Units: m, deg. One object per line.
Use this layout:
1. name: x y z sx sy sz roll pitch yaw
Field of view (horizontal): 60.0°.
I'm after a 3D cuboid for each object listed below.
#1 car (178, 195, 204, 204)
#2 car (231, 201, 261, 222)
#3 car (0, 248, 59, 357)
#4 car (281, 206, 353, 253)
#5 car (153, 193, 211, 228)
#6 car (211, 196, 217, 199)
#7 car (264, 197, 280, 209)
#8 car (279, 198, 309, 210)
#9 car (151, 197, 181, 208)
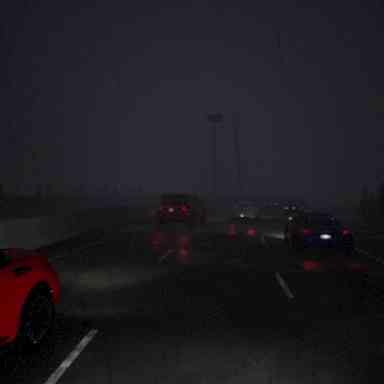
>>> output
1. car: -0.101 1.230 57.785 2.033 1.411 5.357 0 0 33
2. car: 4.088 1.396 25.123 1.812 1.442 4.674 0 0 16
3. car: -3.241 1.198 2.901 2.150 2.045 5.566 0 0 2
4. car: 4.932 1.500 13.419 1.994 1.385 4.181 0 0 9
5. car: -0.543 1.101 21.645 2.150 2.045 5.566 0 0 14
6. car: 2.660 1.302 48.778 1.994 1.385 4.181 0 0 29
7. car: 10.228 1.347 40.314 2.033 1.411 5.357 0 0 27
8. car: 9.584 1.399 30.549 2.033 1.411 5.357 0 0 22
9. car: -3.373 1.348 44.803 1.895 1.301 4.718 0 0 26
